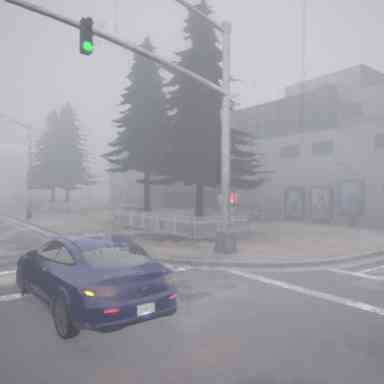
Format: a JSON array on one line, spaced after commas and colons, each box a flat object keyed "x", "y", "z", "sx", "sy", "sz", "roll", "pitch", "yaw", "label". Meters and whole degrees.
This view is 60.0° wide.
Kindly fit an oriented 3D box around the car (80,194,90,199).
[{"x": -29.298, "y": 1.262, "z": 90.601, "sx": 1.845, "sy": 1.501, "sz": 3.633, "roll": 0, "pitch": 0, "yaw": -37, "label": "car"}]

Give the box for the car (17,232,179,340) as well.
[{"x": -2.091, "y": 1.532, "z": 6.627, "sx": 1.812, "sy": 1.442, "sz": 4.674, "roll": 0, "pitch": 0, "yaw": -38, "label": "car"}]

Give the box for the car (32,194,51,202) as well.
[{"x": -30.357, "y": 1.307, "z": 66.893, "sx": 1.845, "sy": 1.501, "sz": 3.633, "roll": 0, "pitch": 0, "yaw": -37, "label": "car"}]
